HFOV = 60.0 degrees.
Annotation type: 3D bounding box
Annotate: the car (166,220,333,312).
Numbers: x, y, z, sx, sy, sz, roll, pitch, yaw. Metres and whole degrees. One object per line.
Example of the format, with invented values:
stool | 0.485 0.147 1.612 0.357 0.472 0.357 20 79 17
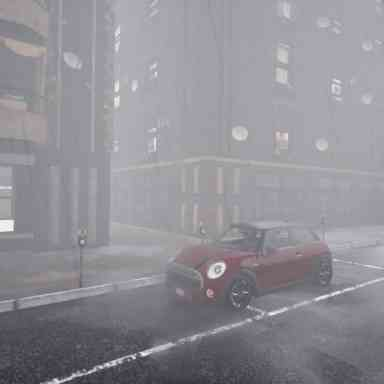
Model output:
car | 1.390 1.442 7.697 4.097 1.590 1.967 0 1 -36
